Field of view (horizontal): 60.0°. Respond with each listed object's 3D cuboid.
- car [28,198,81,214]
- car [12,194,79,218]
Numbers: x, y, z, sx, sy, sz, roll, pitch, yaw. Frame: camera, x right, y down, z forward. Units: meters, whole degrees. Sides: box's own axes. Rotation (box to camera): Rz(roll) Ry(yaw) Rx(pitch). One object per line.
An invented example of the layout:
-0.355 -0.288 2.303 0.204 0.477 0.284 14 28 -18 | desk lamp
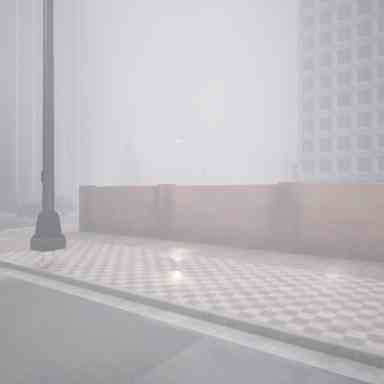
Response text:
-14.695 1.472 35.842 1.882 1.535 5.008 0 0 35 | car
-13.736 1.217 31.121 2.150 2.045 5.566 0 0 35 | car
